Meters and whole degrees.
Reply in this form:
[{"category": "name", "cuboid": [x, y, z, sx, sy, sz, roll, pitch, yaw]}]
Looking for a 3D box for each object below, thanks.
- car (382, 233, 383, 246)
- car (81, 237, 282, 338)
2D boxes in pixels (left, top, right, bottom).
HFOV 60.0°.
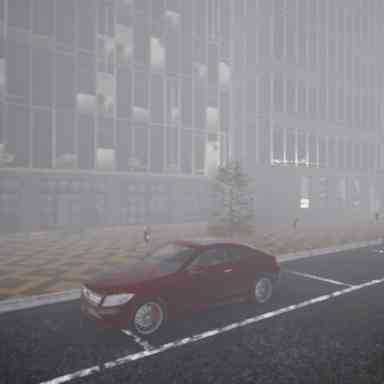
[{"category": "car", "cuboid": [9.276, 1.579, 13.174, 4.507, 1.381, 1.887, 0, 0, -36]}, {"category": "car", "cuboid": [0.008, 1.590, 6.563, 4.206, 1.307, 1.802, 0, 0, -36]}]
